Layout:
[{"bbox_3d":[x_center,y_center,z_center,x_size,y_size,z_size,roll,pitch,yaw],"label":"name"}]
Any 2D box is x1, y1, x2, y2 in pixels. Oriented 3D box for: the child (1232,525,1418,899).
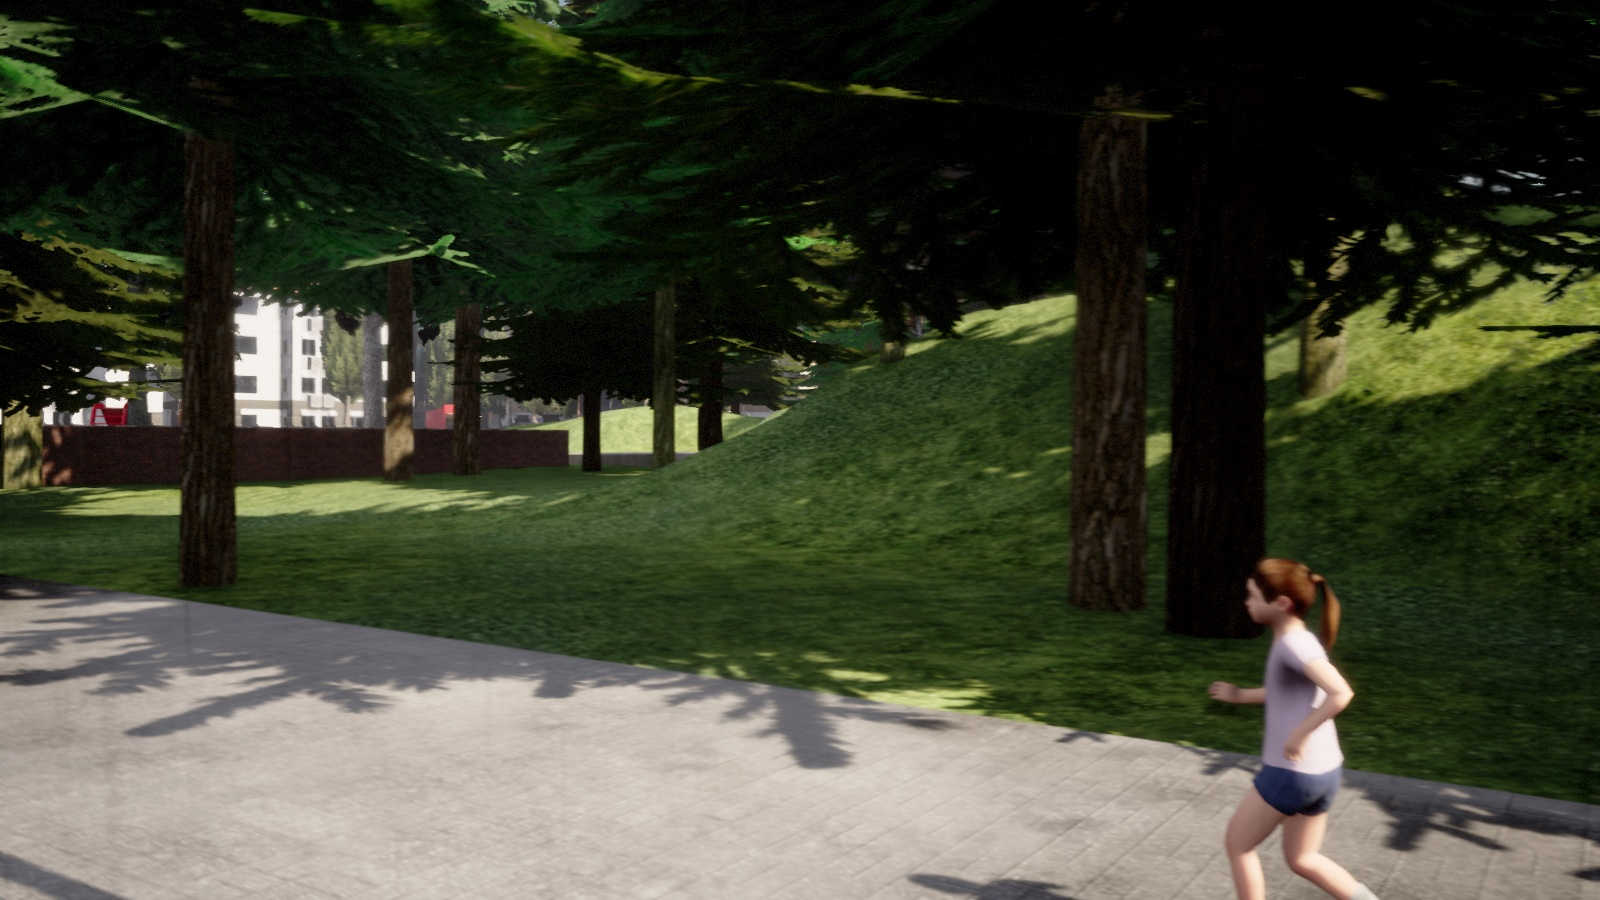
[{"bbox_3d":[1.363,0.764,3.261,0.394,1.110,0.255,0,1,35],"label":"child"}]
